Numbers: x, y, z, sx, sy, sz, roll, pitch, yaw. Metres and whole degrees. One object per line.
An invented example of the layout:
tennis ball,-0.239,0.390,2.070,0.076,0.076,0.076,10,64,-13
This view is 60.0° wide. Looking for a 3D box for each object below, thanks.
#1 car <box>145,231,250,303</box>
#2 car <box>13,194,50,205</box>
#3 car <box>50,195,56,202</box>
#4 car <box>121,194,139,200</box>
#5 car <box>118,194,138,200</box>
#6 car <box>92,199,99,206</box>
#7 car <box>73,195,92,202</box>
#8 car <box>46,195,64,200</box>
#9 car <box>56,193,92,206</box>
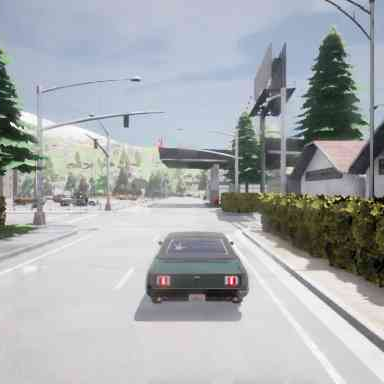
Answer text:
car,0.100,1.601,8.130,1.895,1.301,4.718,0,0,0
car,-24.628,1.097,50.565,4.605,1.855,1.932,0,0,0
car,-23.982,1.298,63.025,4.514,1.523,2.007,0,0,0
car,-16.449,1.339,88.040,4.514,1.523,2.007,0,0,0
car,-16.380,1.330,84.904,5.027,1.636,2.152,0,0,0
car,-16.149,1.361,50.647,3.806,1.475,1.970,0,0,0
car,-23.992,1.319,73.018,3.633,1.501,1.845,0,0,0
car,-35.046,1.384,84.953,3.806,1.475,1.970,0,0,0
car,-16.743,1.077,47.319,3.866,1.878,1.905,0,0,0
